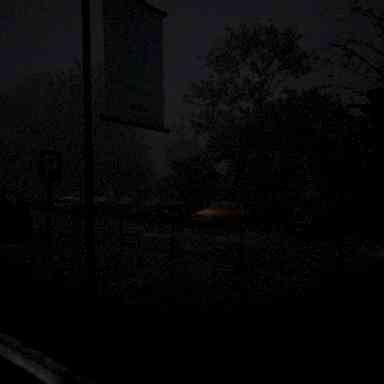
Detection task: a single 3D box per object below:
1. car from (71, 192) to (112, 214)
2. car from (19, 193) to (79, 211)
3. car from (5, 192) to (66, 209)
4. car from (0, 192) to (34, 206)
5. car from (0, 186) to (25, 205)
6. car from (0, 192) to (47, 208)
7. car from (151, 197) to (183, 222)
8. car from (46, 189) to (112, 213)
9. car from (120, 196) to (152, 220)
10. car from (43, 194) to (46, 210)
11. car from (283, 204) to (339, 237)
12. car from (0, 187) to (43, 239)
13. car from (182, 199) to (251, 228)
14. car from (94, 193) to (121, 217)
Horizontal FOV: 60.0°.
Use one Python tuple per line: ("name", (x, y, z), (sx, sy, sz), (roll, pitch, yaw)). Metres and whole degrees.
("car", (-7.001, 1.058, 27.630), (2.097, 1.535, 5.008), (1, 1, 35))
("car", (-13.800, 0.892, 32.437), (2.097, 1.535, 5.008), (2, 1, 35))
("car", (-15.955, 0.830, 34.198), (1.946, 1.575, 5.366), (1, 1, 35))
("car", (-20.576, 0.735, 37.283), (2.163, 1.488, 4.792), (2, 1, 35))
("car", (-22.866, 0.385, 38.837), (2.435, 2.045, 5.566), (2, 1, 35))
("car", (-18.340, 0.804, 35.627), (2.163, 1.488, 4.792), (2, 1, 35))
("car", (-0.196, 1.251, 22.835), (2.163, 1.488, 4.792), (1, 1, 35))
("car", (-9.281, 0.753, 29.205), (2.435, 2.045, 5.566), (1, 1, 35))
("car", (-2.472, 1.168, 24.421), (2.231, 1.521, 4.892), (1, 1, 35))
("car", (-11.534, 0.951, 30.831), (2.231, 1.521, 4.892), (1, 1, 35))
("car", (6.562, 1.414, 17.972), (2.163, 1.488, 4.792), (1, 1, 35))
("car", (-9.344, 0.936, 13.217), (2.435, 2.045, 5.566), (1, 1, 35))
("car", (1.944, 1.272, 21.055), (1.946, 1.575, 5.366), (1, 1, 35))
("car", (-4.737, 1.112, 26.025), (2.097, 1.535, 5.008), (1, 1, 35))
